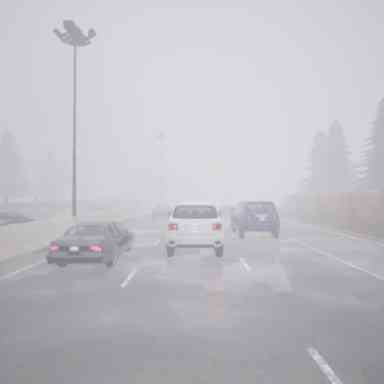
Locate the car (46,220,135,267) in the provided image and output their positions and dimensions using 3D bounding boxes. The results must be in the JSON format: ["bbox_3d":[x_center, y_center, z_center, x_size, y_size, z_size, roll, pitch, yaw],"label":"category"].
[{"bbox_3d":[-3.397,1.725,12.134,2.033,1.411,5.357,0,-1,0],"label":"car"}]

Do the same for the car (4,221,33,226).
[{"bbox_3d":[-10.561,1.835,18.714,1.994,1.385,4.181,0,-1,0],"label":"car"}]

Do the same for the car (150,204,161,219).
[{"bbox_3d":[-3.135,2.066,35.684,2.033,1.411,5.357,0,-1,3],"label":"car"}]

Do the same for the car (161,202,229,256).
[{"bbox_3d":[0.113,1.430,14.286,2.150,2.045,5.566,0,-1,0],"label":"car"}]

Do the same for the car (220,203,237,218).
[{"bbox_3d":[4.085,2.063,38.143,1.837,1.490,4.892,0,0,5],"label":"car"}]

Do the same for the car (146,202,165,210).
[{"bbox_3d":[-6.459,2.418,58.872,1.994,1.385,4.181,0,-1,16],"label":"car"}]

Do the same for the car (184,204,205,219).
[{"bbox_3d":[0.367,2.069,35.815,2.033,1.411,5.357,0,-1,3],"label":"car"}]

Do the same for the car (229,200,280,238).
[{"bbox_3d":[3.617,1.512,19.777,2.150,2.045,5.566,0,-1,0],"label":"car"}]

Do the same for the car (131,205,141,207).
[{"bbox_3d":[-10.053,2.382,59.052,1.812,1.442,4.674,0,-1,15],"label":"car"}]
